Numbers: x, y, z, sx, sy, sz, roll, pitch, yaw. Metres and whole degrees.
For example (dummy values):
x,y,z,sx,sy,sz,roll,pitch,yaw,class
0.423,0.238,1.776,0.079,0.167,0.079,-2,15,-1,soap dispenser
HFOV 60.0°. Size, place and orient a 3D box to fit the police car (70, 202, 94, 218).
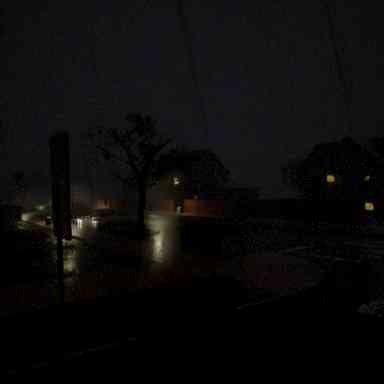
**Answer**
x,y,z,sx,sy,sz,roll,pitch,yaw,class
-12.698,1.995,37.751,1.930,1.638,5.238,-2,1,-36,police car
